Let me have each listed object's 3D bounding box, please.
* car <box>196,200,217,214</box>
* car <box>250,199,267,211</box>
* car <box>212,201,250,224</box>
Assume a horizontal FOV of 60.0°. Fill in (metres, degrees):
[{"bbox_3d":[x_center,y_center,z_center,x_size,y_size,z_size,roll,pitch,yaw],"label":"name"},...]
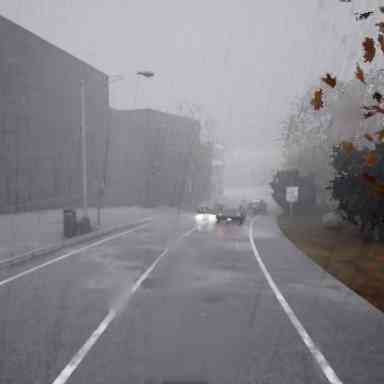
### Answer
[{"bbox_3d":[1.778,1.470,33.477,1.994,1.385,4.181,2,0,17],"label":"car"},{"bbox_3d":[8.218,1.602,41.800,1.812,1.442,4.674,2,0,21],"label":"car"},{"bbox_3d":[3.011,1.574,24.715,1.895,1.301,4.718,1,0,12],"label":"car"}]
